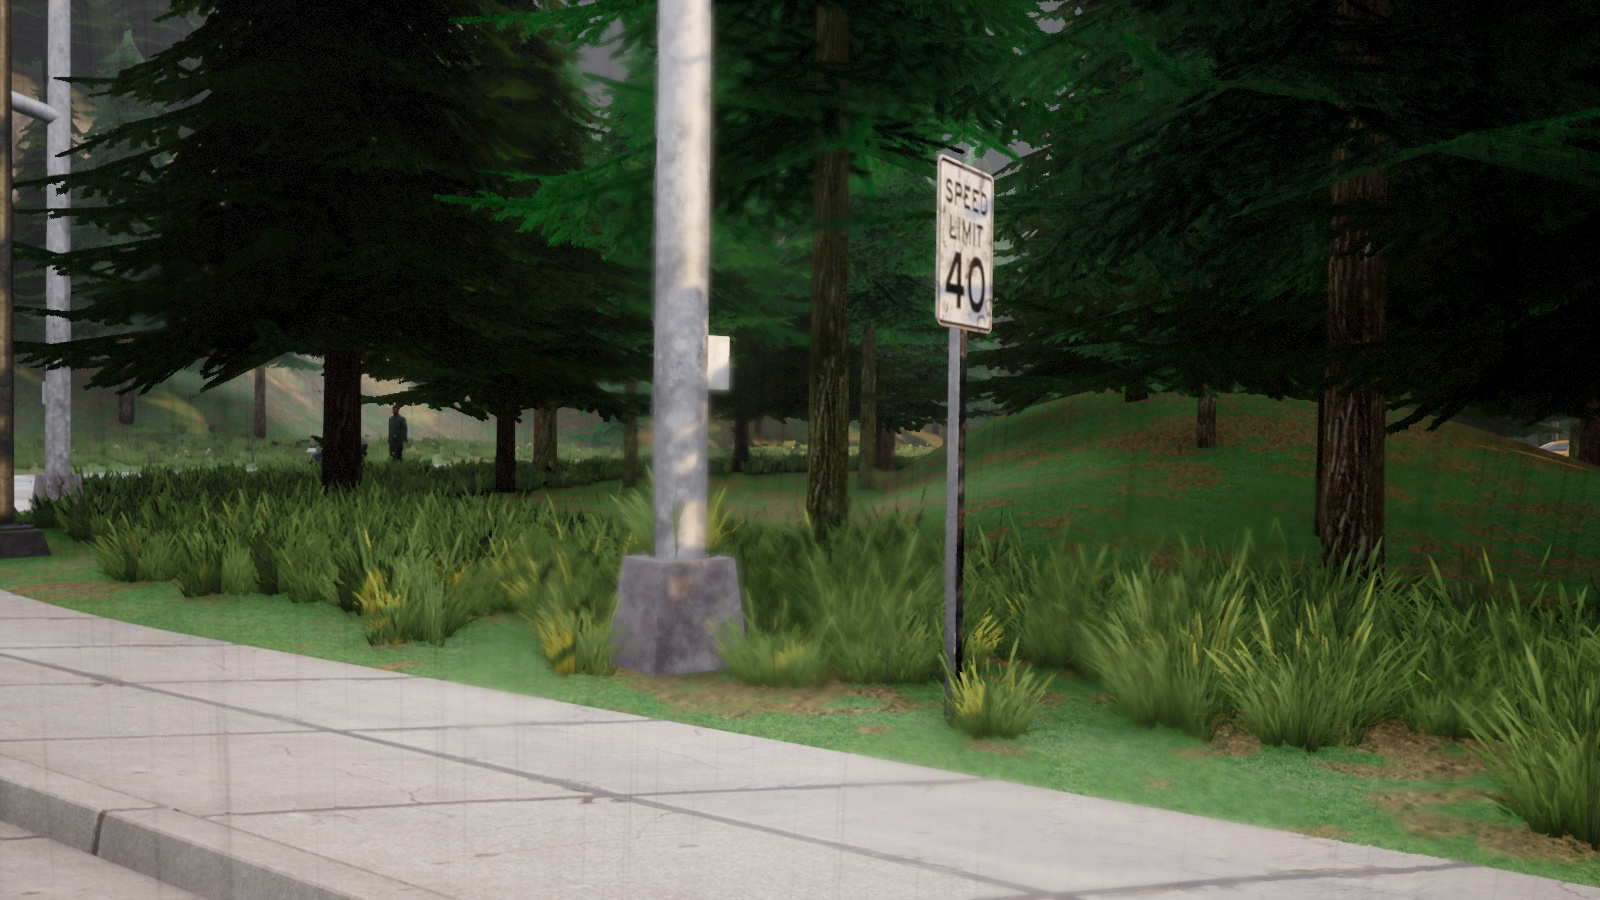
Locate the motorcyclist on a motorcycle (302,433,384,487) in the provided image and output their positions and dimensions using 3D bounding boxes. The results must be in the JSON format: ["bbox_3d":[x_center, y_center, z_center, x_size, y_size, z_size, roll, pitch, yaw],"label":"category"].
[{"bbox_3d":[-13.294,0.265,36.599,0.866,1.530,2.191,1,1,28],"label":"motorcyclist on a motorcycle"}]

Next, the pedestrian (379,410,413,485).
[{"bbox_3d":[-10.601,-0.066,32.970,0.423,1.949,0.788,0,1,19],"label":"pedestrian"}]

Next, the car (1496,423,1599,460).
[{"bbox_3d":[33.111,-0.375,54.062,5.366,1.575,1.801,0,1,33],"label":"car"}]
